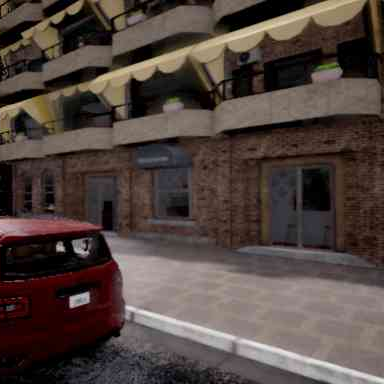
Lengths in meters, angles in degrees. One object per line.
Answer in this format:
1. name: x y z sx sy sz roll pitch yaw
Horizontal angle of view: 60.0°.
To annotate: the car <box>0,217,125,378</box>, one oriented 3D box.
1. car: -3.227 1.314 5.192 5.009 1.841 2.192 0 -1 36
